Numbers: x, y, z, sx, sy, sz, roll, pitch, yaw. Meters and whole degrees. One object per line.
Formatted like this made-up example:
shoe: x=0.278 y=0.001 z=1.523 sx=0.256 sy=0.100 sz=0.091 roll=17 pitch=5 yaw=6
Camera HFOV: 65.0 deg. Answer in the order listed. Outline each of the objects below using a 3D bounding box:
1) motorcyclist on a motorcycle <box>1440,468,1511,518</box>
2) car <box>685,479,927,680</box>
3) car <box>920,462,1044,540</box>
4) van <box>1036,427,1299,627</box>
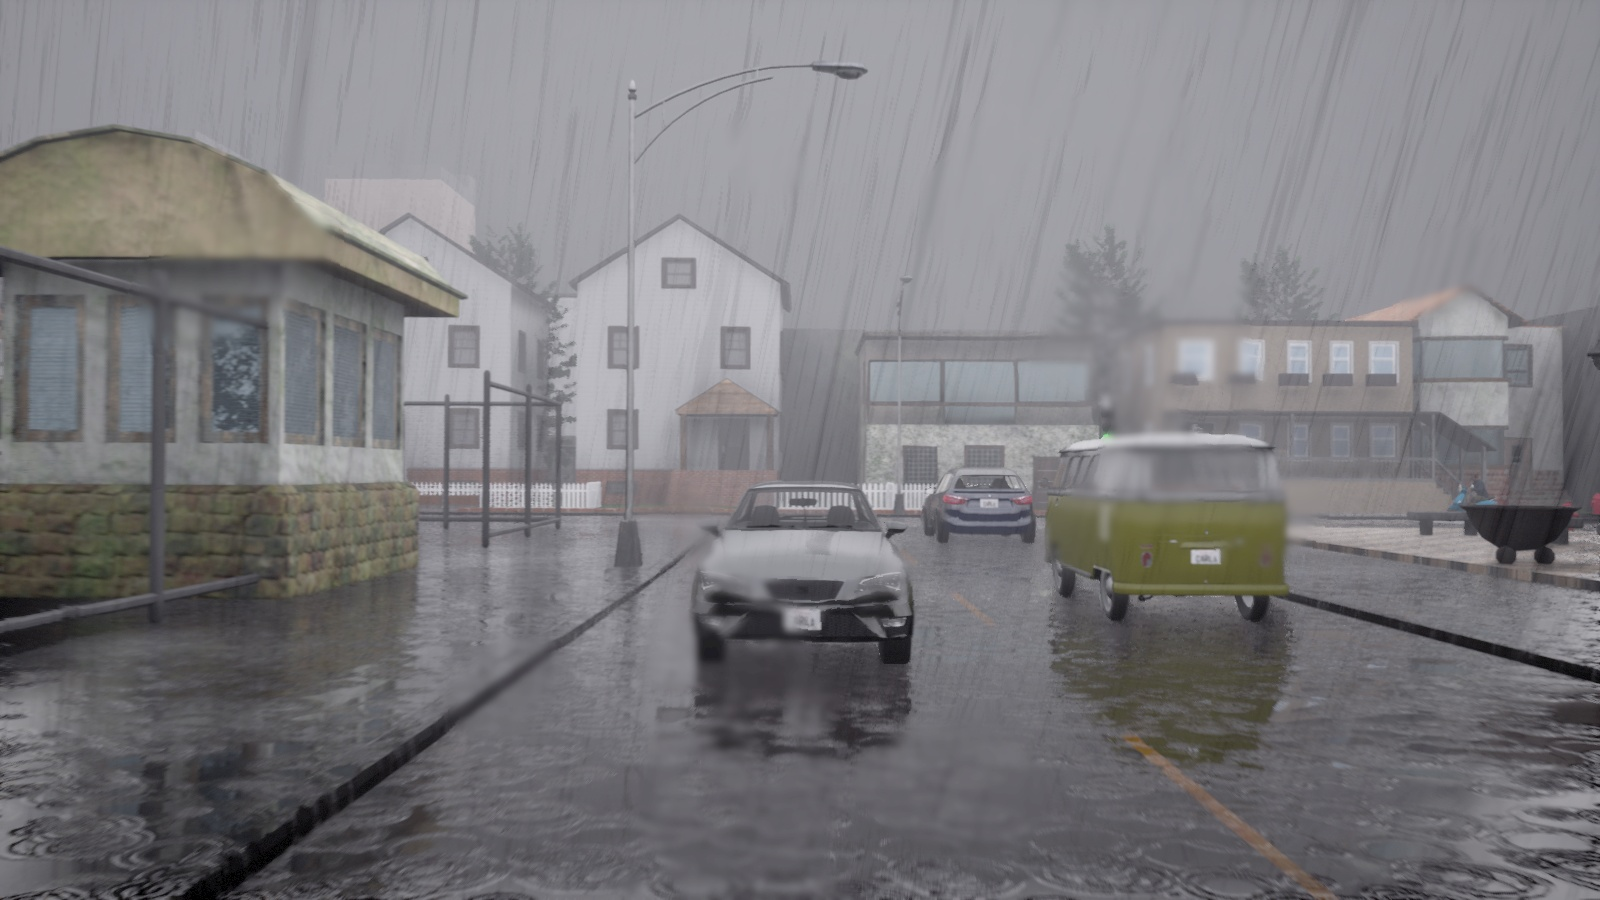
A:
motorcyclist on a motorcycle: x=22.024 y=1.389 z=40.976 sx=1.817 sy=1.590 sz=0.866 roll=0 pitch=-1 yaw=0
car: x=0.057 y=1.022 z=11.552 sx=1.816 sy=1.474 sz=4.193 roll=0 pitch=-1 yaw=0
car: x=4.145 y=1.141 z=29.415 sx=2.242 sy=1.667 sz=4.611 roll=0 pitch=-1 yaw=0
van: x=4.072 y=0.802 z=14.703 sx=1.775 sy=1.987 sz=4.442 roll=0 pitch=-1 yaw=0
